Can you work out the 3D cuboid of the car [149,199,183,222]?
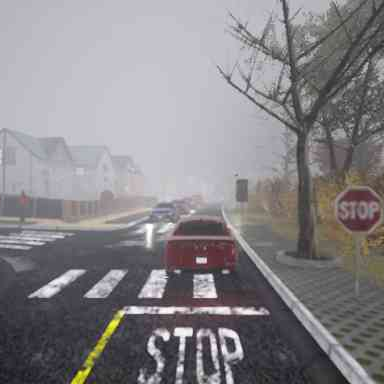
[{"bbox_3d":[-2.087,1.534,26.129,1.812,1.442,4.674,0,0,5],"label":"car"}]

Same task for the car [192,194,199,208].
[{"bbox_3d":[-0.599,1.443,45.251,2.097,1.767,4.553,0,-1,6],"label":"car"}]

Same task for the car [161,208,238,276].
[{"bbox_3d":[0.280,1.477,10.393,1.882,1.535,5.008,0,0,1],"label":"car"}]

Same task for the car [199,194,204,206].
[{"bbox_3d":[0.892,1.401,58.771,2.150,2.045,5.566,0,-1,7],"label":"car"}]

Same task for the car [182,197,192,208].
[{"bbox_3d":[-1.432,1.515,35.459,1.882,1.535,5.008,0,0,4],"label":"car"}]

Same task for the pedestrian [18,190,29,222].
[{"bbox_3d":[-9.484,0.762,18.620,0.375,1.860,0.375,0,-3,0],"label":"pedestrian"}]
